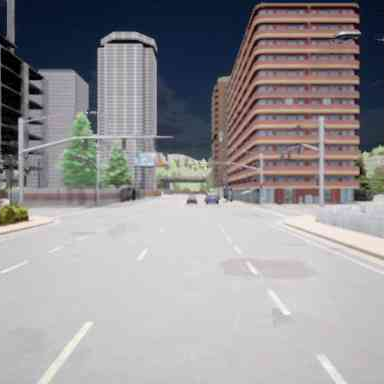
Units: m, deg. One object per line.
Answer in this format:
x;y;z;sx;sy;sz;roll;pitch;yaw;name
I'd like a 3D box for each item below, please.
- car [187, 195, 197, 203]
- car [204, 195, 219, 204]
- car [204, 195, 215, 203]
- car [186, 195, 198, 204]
-0.003;1.376;67.896;2.033;1.411;5.357;0;0;0;car
3.497;1.219;57.832;2.097;1.767;4.553;0;0;0;car
3.497;1.387;67.896;1.994;1.385;4.181;0;0;0;car
-0.003;1.468;57.925;1.895;1.301;4.718;0;0;0;car
